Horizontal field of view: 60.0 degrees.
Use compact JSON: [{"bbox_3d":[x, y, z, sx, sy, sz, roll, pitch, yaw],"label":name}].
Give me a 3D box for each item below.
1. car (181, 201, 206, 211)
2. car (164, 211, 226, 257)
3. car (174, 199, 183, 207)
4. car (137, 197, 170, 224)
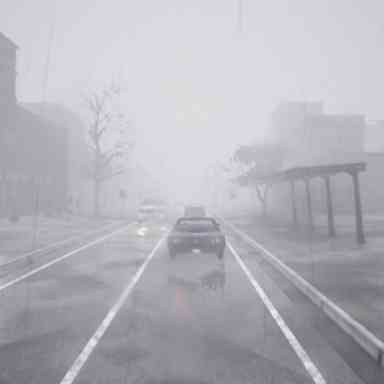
[{"bbox_3d":[0.258,1.740,31.255,1.882,1.535,5.008,0,-1,0],"label":"car"},{"bbox_3d":[0.161,1.616,12.837,1.895,1.301,4.718,0,-1,0],"label":"car"},{"bbox_3d":[-2.653,2.234,67.786,2.128,1.511,4.902,0,0,0],"label":"car"},{"bbox_3d":[-2.963,1.424,26.899,2.150,2.045,5.566,0,-1,0],"label":"car"}]
